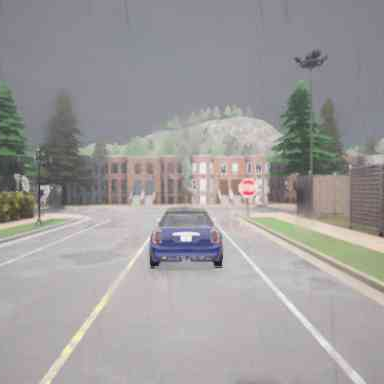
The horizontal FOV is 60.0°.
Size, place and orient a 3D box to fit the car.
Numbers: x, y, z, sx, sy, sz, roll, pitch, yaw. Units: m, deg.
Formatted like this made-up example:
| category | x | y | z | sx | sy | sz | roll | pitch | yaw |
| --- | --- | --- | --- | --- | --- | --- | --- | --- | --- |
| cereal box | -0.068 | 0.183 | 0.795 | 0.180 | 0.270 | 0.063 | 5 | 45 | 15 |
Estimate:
| category | x | y | z | sx | sy | sz | roll | pitch | yaw |
| --- | --- | --- | --- | --- | --- | --- | --- | --- | --- |
| car | -0.187 | 1.258 | 11.154 | 2.097 | 1.767 | 4.553 | 0 | 1 | -1 |
